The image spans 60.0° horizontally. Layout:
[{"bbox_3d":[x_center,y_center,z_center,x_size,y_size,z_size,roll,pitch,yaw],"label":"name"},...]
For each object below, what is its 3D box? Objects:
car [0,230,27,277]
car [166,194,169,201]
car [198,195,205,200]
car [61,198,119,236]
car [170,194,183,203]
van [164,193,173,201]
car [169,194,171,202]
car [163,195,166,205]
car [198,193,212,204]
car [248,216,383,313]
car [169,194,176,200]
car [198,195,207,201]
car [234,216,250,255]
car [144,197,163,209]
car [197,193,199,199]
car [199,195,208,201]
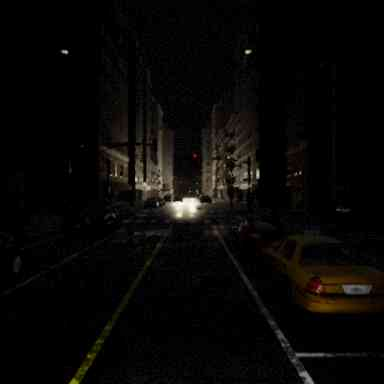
[{"bbox_3d":[-5.389,1.543,7.466,2.008,1.369,4.403,0,0,0],"label":"car"},{"bbox_3d":[-5.401,1.465,55.493,1.752,1.417,4.829,0,0,0],"label":"car"},{"bbox_3d":[2.616,1.416,88.553,1.752,1.417,4.829,0,0,0],"label":"car"},{"bbox_3d":[-5.392,1.296,18.291,2.192,1.841,5.009,0,0,0],"label":"car"},{"bbox_3d":[-2.770,1.402,66.301,1.882,1.535,5.008,0,0,0],"label":"car"},{"bbox_3d":[-5.406,1.248,77.478,1.690,1.788,3.998,0,0,0],"label":"van"},{"bbox_3d":[-5.405,1.481,72.025,1.947,1.339,4.313,0,0,0],"label":"car"},{"bbox_3d":[-5.399,1.491,50.209,1.887,1.381,4.507,0,0,0],"label":"car"},{"bbox_3d":[2.623,1.372,61.111,1.967,1.590,4.097,0,0,0],"label":"car"},{"bbox_3d":[2.636,1.518,7.629,1.752,1.417,4.829,0,0,0],"label":"car"},{"bbox_3d":[-5.410,1.409,93.669,1.752,1.417,4.829,0,0,0],"label":"car"},{"bbox_3d":[2.618,1.450,82.929,2.008,1.369,4.403,0,0,0],"label":"car"},{"bbox_3d":[2.634,1.569,12.872,1.802,1.307,4.206,0,0,0],"label":"car"},{"bbox_3d":[-5.398,1.504,44.755,2.008,1.369,4.403,0,0,0],"label":"car"},{"bbox_3d":[2.621,1.356,72.021,1.967,1.590,4.097,0,0,0],"label":"car"},{"bbox_3d":[2.619,1.452,77.475,1.887,1.381,4.507,0,0,0],"label":"car"}]
